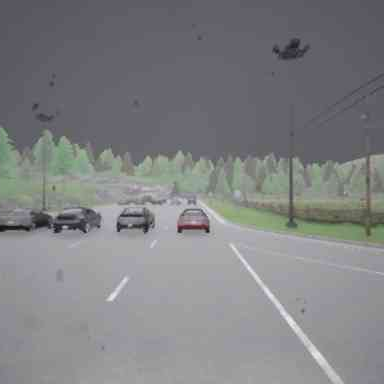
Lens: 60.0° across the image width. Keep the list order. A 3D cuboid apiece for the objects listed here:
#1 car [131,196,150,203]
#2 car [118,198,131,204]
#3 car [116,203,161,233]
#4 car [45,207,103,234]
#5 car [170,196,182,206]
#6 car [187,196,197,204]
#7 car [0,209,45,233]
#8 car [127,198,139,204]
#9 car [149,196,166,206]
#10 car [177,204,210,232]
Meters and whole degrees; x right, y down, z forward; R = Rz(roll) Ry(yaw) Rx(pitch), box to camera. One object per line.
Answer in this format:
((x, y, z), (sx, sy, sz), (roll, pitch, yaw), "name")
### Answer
((-10.505, 2.053, 68.404), (2.128, 1.511, 4.902), (0, 0, 0), "car")
((-14.005, 2.084, 68.820), (1.994, 1.385, 4.181), (0, 0, 0), "car")
((-3.402, 1.656, 20.734), (2.128, 1.511, 4.902), (0, 0, 0), "car")
((-6.902, 1.668, 20.492), (1.837, 1.490, 4.892), (0, 0, 0), "car")
((-3.505, 2.070, 68.404), (2.033, 1.411, 5.357), (0, 0, 0), "car")
((-0.005, 2.019, 68.404), (1.837, 1.490, 4.892), (0, 0, 0), "car")
((-10.402, 1.730, 21.096), (1.994, 1.385, 4.181), (0, 0, 0), "car")
((-14.005, 2.046, 78.854), (1.895, 1.301, 4.718), (0, 0, 0), "car")
((-7.005, 1.998, 68.404), (1.882, 1.535, 5.008), (0, 0, 0), "car")
((0.098, 1.732, 21.277), (1.994, 1.385, 4.181), (0, 0, 0), "car")
